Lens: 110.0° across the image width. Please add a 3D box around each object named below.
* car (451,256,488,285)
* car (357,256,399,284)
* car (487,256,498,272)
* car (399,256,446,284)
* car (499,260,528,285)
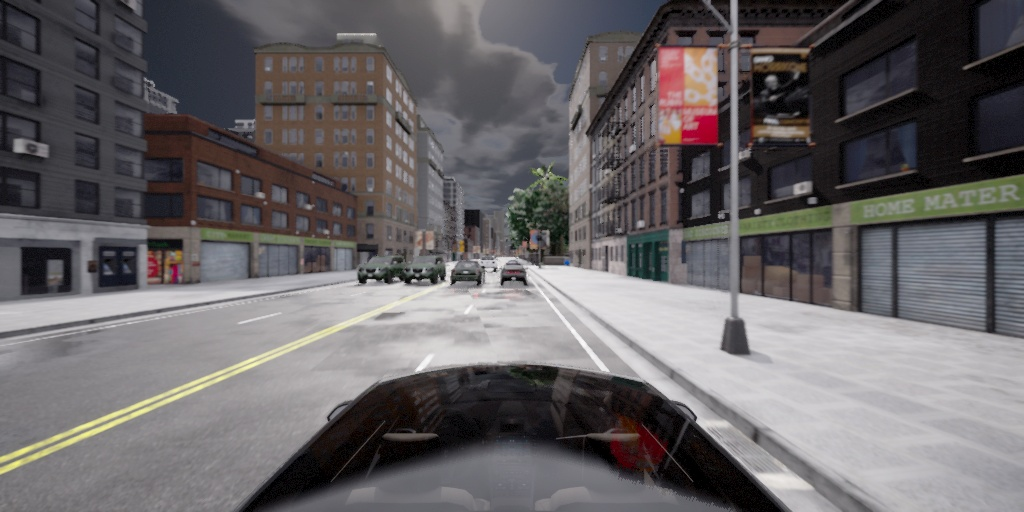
[{"bbox_3d":[-3.139,1.115,26.438,2.097,1.767,4.553,0,0,0],"label":"car"},{"bbox_3d":[-9.743,0.987,27.409,2.150,2.045,5.566,0,0,0],"label":"car"},{"bbox_3d":[-3.130,1.000,48.375,2.150,2.045,5.566,0,0,0],"label":"car"},{"bbox_3d":[-6.494,0.987,27.390,2.150,2.045,5.566,0,0,0],"label":"car"},{"bbox_3d":[0.110,1.268,26.499,1.837,1.490,4.892,0,0,0],"label":"car"}]
